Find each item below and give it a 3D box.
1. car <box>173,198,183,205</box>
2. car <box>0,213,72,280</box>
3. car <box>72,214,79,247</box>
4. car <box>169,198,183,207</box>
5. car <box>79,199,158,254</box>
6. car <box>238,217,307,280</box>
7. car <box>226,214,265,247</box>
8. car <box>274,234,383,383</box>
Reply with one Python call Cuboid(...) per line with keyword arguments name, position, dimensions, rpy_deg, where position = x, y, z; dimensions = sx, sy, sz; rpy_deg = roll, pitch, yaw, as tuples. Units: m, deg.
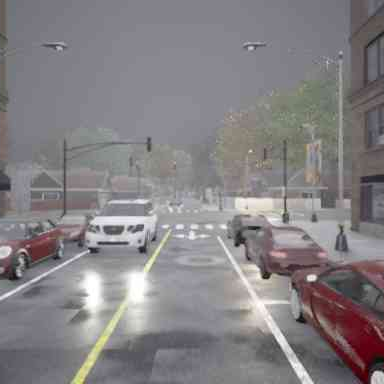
Cuboid(name="car", position=(-3.053, 2.101, 75.534), dimensions=(2.128, 1.511, 4.902), rpy_deg=(0, 0, 0))
Cuboid(name="car", position=(-5.384, 1.510, 9.919), dimensions=(1.967, 1.590, 4.097), rpy_deg=(0, 0, 0))
Cuboid(name="car", position=(-5.382, 1.690, 15.437), dimensions=(1.802, 1.307, 4.206), rpy_deg=(0, 0, 0))
Cuboid(name="car", position=(-3.057, 1.955, 60.385), dimensions=(1.837, 1.490, 4.892), rpy_deg=(0, 0, 0))
Cuboid(name="car", position=(-2.745, 1.323, 14.286), dimensions=(2.150, 2.045, 5.566), rpy_deg=(0, -1, 0))
Cuboid(name="car", position=(2.641, 1.651, 9.917), dimensions=(1.802, 1.307, 4.206), rpy_deg=(0, 0, 0))
Cuboid(name="car", position=(2.643, 1.674, 15.436), dimensions=(1.947, 1.339, 4.313), rpy_deg=(0, 0, 0))
Cuboid(name="car", position=(2.639, 1.576, 4.399), dimensions=(1.887, 1.381, 4.507), rpy_deg=(0, 0, 0))
